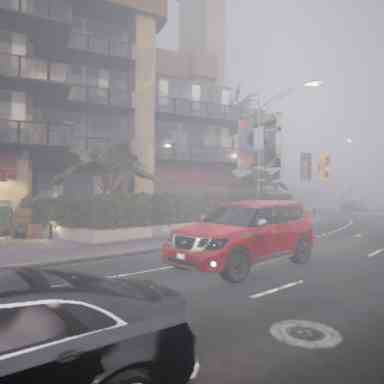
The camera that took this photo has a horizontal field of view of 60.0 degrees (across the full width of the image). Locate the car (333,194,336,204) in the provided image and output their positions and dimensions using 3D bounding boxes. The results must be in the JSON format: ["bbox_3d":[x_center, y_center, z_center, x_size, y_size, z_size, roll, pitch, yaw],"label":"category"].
[{"bbox_3d":[36.911,2.028,81.493,2.185,1.767,4.553,1,0,-25],"label":"car"}]

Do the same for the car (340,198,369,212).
[{"bbox_3d":[22.119,1.950,45.536,1.837,1.490,4.892,1,-1,-2],"label":"car"}]

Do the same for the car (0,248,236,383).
[{"bbox_3d":[-2.196,1.491,2.642,4.902,1.511,2.128,1,0,-37],"label":"car"}]

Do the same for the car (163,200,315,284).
[{"bbox_3d":[1.717,1.297,10.300,5.566,2.045,2.150,1,0,-43],"label":"car"}]
